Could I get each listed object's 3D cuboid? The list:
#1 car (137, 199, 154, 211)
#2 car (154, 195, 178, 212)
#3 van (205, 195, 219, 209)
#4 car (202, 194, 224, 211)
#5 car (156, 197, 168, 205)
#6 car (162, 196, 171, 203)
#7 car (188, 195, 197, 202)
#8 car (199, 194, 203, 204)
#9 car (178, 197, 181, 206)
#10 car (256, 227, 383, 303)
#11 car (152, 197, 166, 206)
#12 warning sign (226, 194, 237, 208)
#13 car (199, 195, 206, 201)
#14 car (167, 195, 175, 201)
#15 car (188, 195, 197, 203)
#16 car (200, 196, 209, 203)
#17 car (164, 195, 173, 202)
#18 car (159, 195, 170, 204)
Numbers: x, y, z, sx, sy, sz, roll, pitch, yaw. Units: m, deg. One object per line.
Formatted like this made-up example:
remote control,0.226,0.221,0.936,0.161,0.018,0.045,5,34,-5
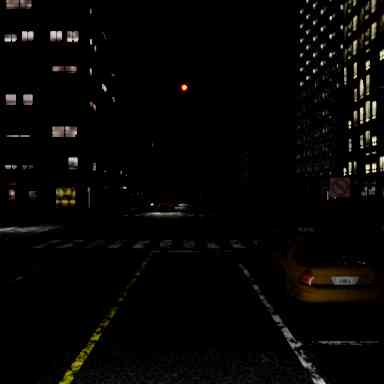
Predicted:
car,-5.645,1.567,40.421,2.008,1.369,4.403,0,0,0
car,-3.052,1.494,39.888,1.882,1.535,5.008,0,0,0
van,2.740,1.364,45.937,1.690,1.788,3.998,0,0,0
car,2.734,1.332,40.411,2.192,1.841,5.009,0,0,0
car,-5.619,1.591,62.526,1.887,1.381,4.507,0,0,0
car,-5.606,1.648,73.581,1.802,1.307,4.206,0,0,0
car,0.095,1.531,79.608,2.033,1.411,5.357,0,0,0
car,2.760,1.362,62.517,2.192,1.841,5.009,0,0,0
car,-3.031,1.555,51.512,1.812,1.442,4.674,0,0,0
car,2.696,1.526,8.168,1.752,1.417,4.829,0,0,0
car,-5.626,1.588,57.001,2.008,1.369,4.403,0,0,0
warning sign,5.124,1.135,43.665,1.300,1.860,1.060,0,0,0
car,2.794,1.625,90.321,1.752,1.417,4.829,0,0,0
car,-5.586,1.624,89.991,1.752,1.417,4.829,0,0,0
car,0.082,1.536,69.190,1.882,1.535,5.008,0,0,0
car,2.774,1.611,73.571,1.887,1.381,4.507,0,0,0
car,-5.600,1.516,79.107,1.967,1.590,4.097,0,0,0
car,-5.613,1.496,68.054,1.967,1.590,4.097,0,0,0
